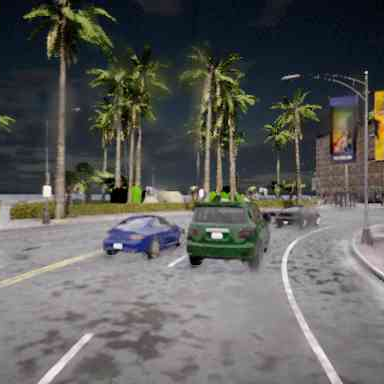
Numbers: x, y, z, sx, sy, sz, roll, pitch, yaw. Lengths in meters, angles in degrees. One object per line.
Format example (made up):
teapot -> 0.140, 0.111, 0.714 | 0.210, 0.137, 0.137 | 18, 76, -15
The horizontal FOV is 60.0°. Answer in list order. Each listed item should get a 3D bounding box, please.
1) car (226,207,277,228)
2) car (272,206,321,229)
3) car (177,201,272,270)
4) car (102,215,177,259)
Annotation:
car -> 4.715, 1.853, 25.656 | 1.895, 1.301, 4.718 | 0, -1, 38
car -> 7.626, 1.751, 23.674 | 1.837, 1.490, 4.892 | 0, 0, 38
car -> 1.478, 1.332, 11.853 | 2.150, 2.045, 5.566 | 0, 0, 17
car -> -1.740, 1.643, 13.202 | 1.812, 1.442, 4.674 | 0, 0, 18
